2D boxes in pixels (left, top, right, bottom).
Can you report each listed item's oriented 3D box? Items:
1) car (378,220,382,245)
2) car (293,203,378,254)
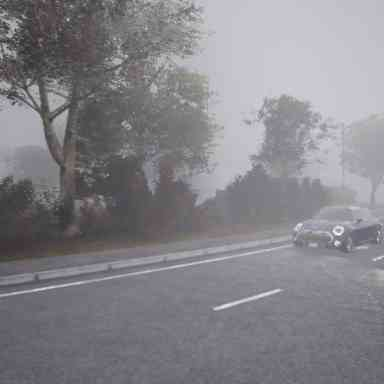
[{"bbox_3d":[8.324,1.575,11.062,5.357,1.411,2.033,0,0,-42],"label":"car"},{"bbox_3d":[6.131,1.389,13.883,4.553,1.767,2.097,0,0,-43],"label":"car"}]
